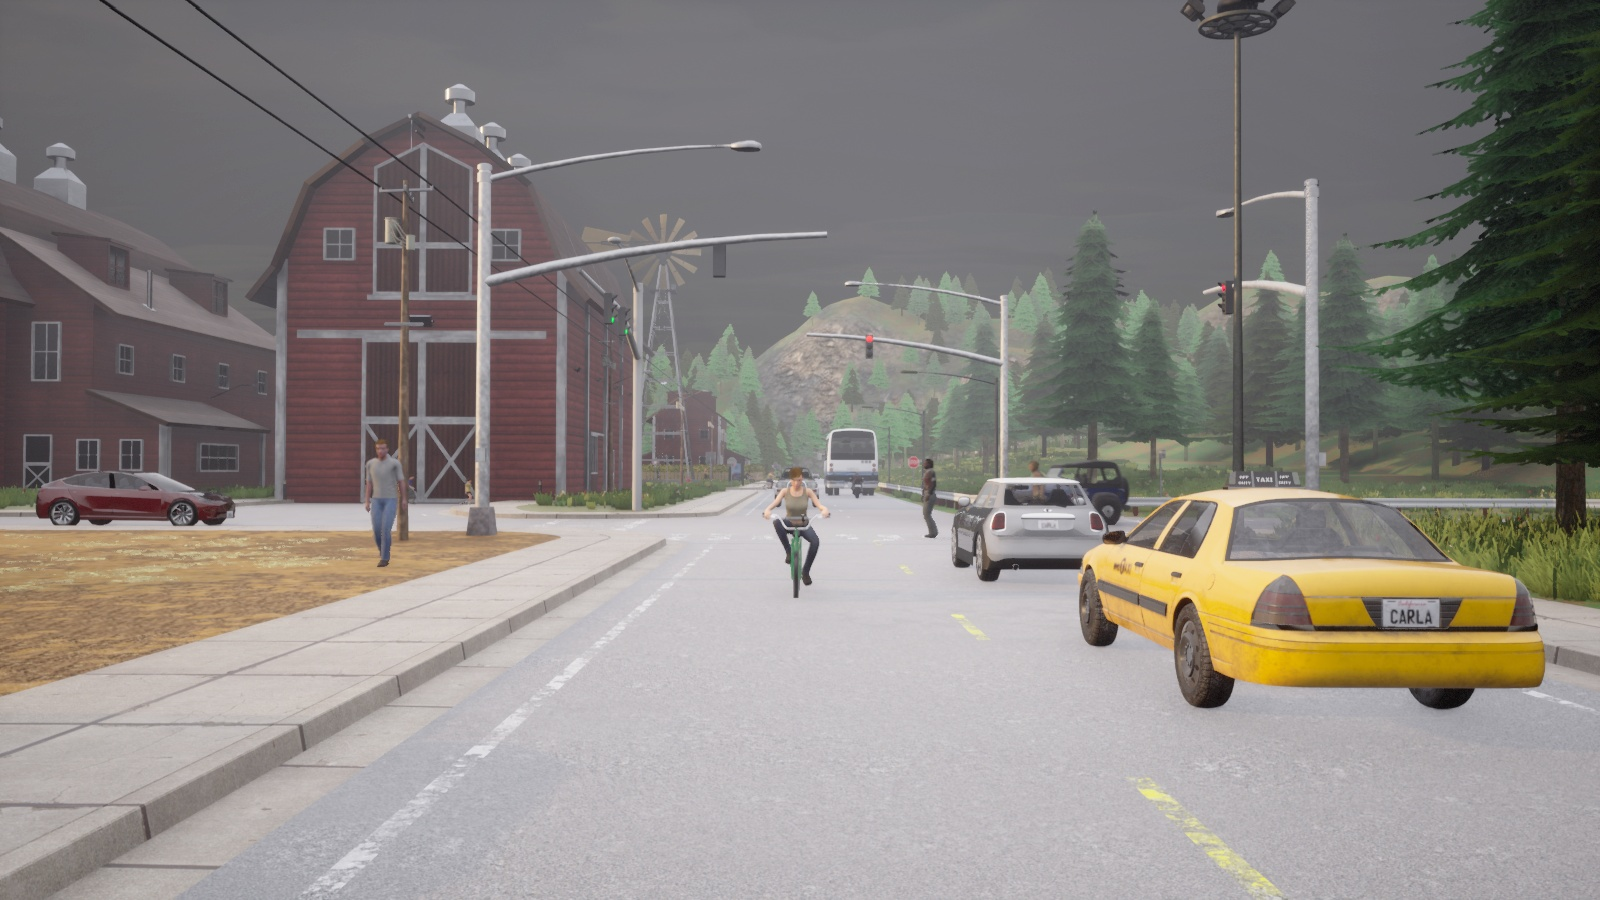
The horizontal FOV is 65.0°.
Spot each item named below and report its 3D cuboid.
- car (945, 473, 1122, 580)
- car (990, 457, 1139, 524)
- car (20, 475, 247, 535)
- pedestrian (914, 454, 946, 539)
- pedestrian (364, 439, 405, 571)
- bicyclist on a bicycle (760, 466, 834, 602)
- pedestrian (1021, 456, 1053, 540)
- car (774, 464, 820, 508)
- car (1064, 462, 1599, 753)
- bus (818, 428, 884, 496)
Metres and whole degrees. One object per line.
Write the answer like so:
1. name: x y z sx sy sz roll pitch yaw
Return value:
1. car: 3.454 1.090 19.289 1.970 1.475 3.806 0 -1 0
2. car: 7.712 1.177 36.864 3.866 1.878 1.905 0 -1 -5
3. car: -17.391 1.407 32.964 4.792 1.488 2.163 0 -1 -1
4. pedestrian: 2.974 1.062 28.731 0.666 1.930 0.402 0 -1 -5
5. pedestrian: -5.907 0.771 17.860 0.354 1.836 0.706 0 -1 -1
6. bicyclist on a bicycle: -0.036 1.015 15.709 0.866 1.612 1.509 0 -1 0
7. pedestrian: 5.257 1.056 27.849 0.634 1.846 0.331 0 -1 1
8. car: -0.132 1.564 55.581 1.932 1.855 4.605 0 -1 0
9. car: 3.477 0.899 9.518 1.801 1.575 5.366 0 -1 0
10. bus: 3.296 0.833 83.938 3.944 4.253 10.273 0 -1 0
